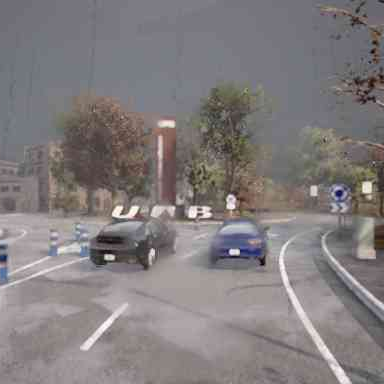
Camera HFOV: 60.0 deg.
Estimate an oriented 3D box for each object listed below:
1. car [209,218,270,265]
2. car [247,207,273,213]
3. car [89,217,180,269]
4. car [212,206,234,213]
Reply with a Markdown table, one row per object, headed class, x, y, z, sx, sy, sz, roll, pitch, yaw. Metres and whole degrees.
| class | x | y | z | sx | sy | sz | roll | pitch | yaw |
| --- | --- | --- | --- | --- | --- | --- | --- | --- | --- |
| car | 1.827 | 1.693 | 12.221 | 1.812 | 1.442 | 4.674 | -1 | -2 | 14 |
| car | 12.992 | 3.421 | 63.915 | 4.718 | 1.301 | 1.895 | -2 | -3 | 45 |
| car | -1.813 | 1.670 | 11.850 | 1.837 | 1.490 | 4.892 | 0 | -1 | 13 |
| car | 5.440 | 3.407 | 65.332 | 5.357 | 1.411 | 2.033 | -1 | -2 | 24 |
